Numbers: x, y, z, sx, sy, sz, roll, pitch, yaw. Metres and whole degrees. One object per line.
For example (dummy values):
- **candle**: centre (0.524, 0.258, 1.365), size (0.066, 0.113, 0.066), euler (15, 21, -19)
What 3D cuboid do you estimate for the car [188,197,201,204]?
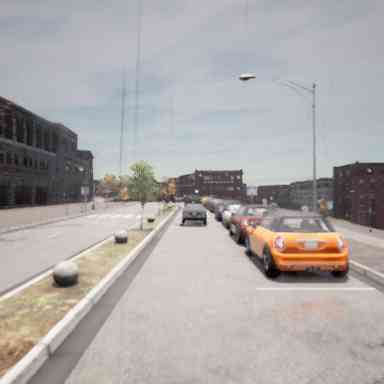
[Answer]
- **car**: centre (0.523, 1.872, 76.821), size (2.231, 1.521, 4.892), euler (0, -1, -7)

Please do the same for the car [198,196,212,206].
- **car**: centre (2.291, 1.594, 60.250), size (2.185, 1.767, 4.553), euler (0, -1, -4)

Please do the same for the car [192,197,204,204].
- **car**: centre (1.211, 1.861, 71.443), size (2.002, 1.452, 4.674), euler (0, -1, -6)

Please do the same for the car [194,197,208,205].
- **car**: centre (1.795, 1.801, 65.955), size (2.163, 1.488, 4.792), euler (0, 0, -5)

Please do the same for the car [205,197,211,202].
- **car**: centre (2.994, 1.549, 38.125), size (2.231, 1.521, 4.892), euler (0, 0, 0)

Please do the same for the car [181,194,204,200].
- **car**: centre (0.049, 1.310, 42.808), size (2.150, 2.045, 5.566), euler (0, 0, -1)

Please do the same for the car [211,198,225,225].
- **car**: centre (2.995, 1.395, 27.184), size (2.185, 1.767, 4.553), euler (0, 0, 0)

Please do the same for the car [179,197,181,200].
- **car**: centre (-1.258, 1.784, 87.927), size (2.435, 2.045, 5.566), euler (0, -1, -10)

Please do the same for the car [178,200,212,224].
- **car**: centre (0.150, 1.571, 25.099), size (2.033, 1.411, 5.357), euler (1, -1, -1)

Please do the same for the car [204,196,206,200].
- **car**: centre (2.872, 1.660, 49.192), size (2.002, 1.452, 4.674), euler (0, 0, -1)

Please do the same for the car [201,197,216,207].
- **car**: centre (2.640, 1.670, 54.735), size (2.097, 1.535, 5.008), euler (0, -1, -2)

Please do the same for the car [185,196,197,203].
- **car**: centre (-0.319, 1.817, 82.395), size (2.185, 1.767, 4.553), euler (0, -1, -9)

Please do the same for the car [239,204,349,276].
- **car**: centre (2.996, 1.361, 10.494), size (2.185, 1.767, 4.553), euler (0, 0, 0)

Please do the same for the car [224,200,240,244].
- **car**: centre (2.996, 1.369, 16.015), size (2.185, 1.767, 4.553), euler (0, 0, 0)
